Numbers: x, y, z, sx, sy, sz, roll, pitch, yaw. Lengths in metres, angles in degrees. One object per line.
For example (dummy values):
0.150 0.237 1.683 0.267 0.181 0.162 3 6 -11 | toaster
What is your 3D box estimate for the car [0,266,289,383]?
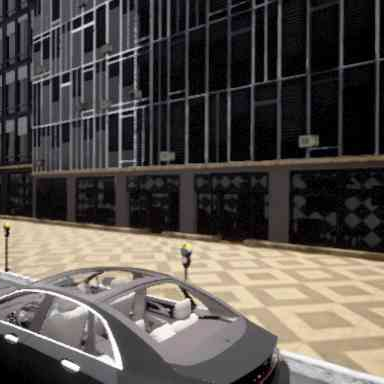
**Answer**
-1.188 1.540 3.715 4.403 1.369 2.008 0 0 35 | car
